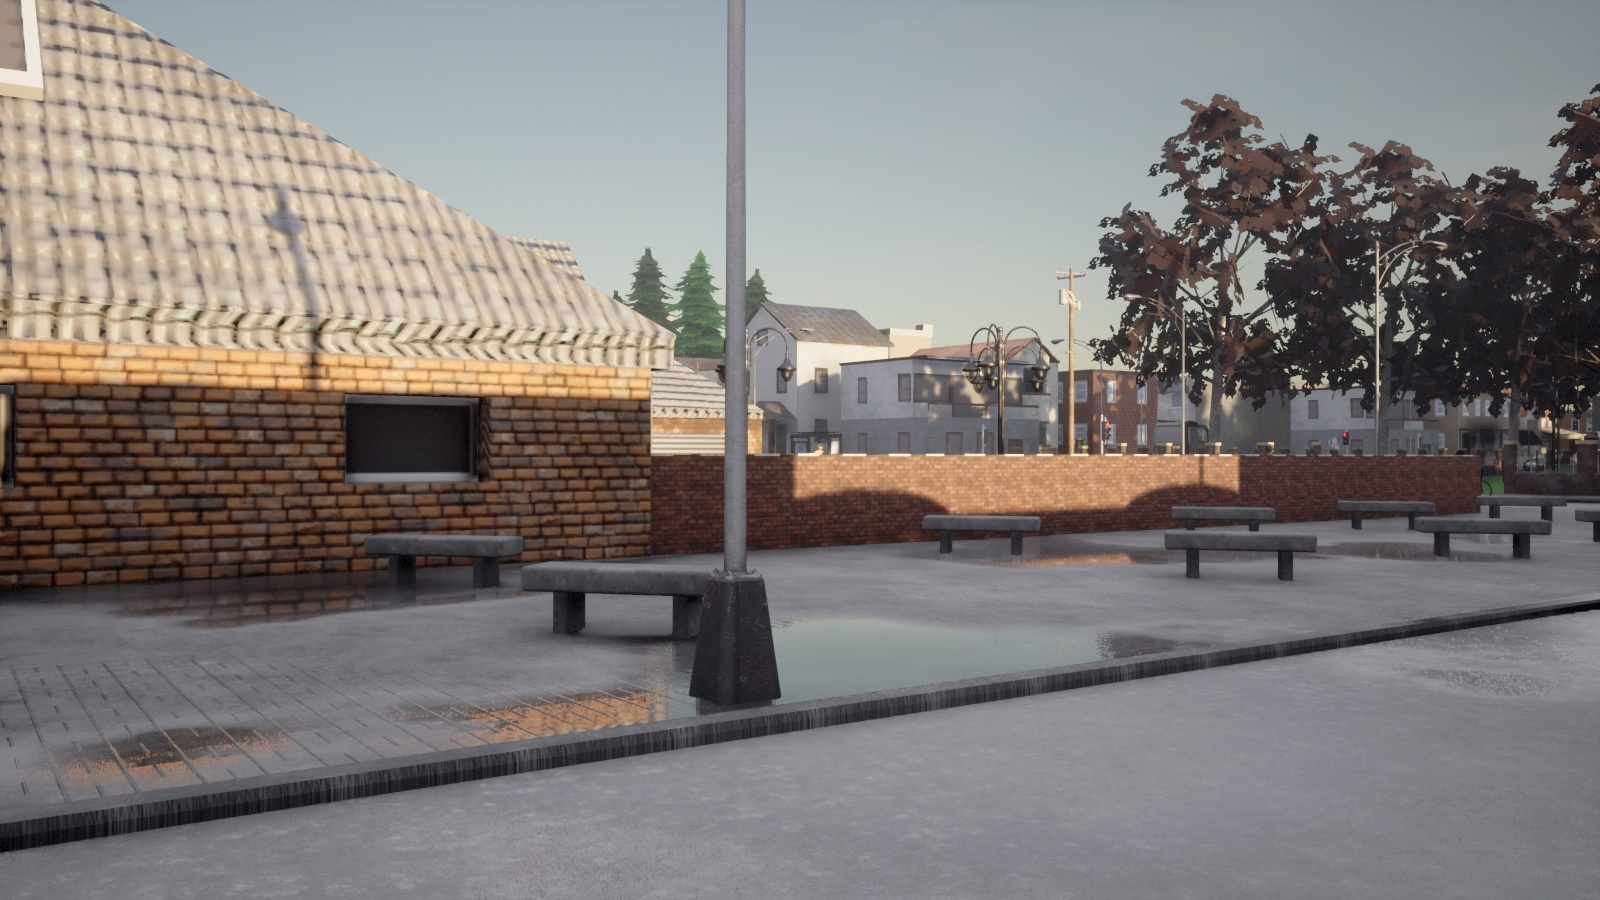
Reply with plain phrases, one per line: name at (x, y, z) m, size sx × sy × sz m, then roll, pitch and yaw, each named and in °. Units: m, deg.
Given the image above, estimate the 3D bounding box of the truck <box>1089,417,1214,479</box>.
truck at (20.808, -0.100, 74.047) m, size 7.936 × 3.462 × 2.891 m, roll 0°, pitch 0°, yaw -37°
